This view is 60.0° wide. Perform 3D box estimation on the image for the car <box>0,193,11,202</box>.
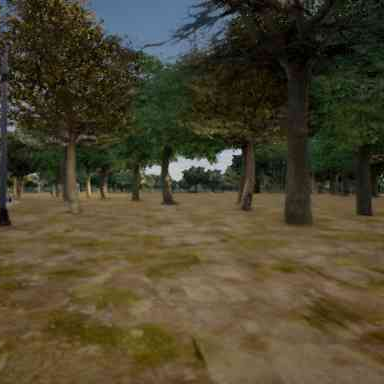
[{"bbox_3d":[-29.402,0.824,51.885,1.994,1.385,4.181,1,0,-29],"label":"car"}]
